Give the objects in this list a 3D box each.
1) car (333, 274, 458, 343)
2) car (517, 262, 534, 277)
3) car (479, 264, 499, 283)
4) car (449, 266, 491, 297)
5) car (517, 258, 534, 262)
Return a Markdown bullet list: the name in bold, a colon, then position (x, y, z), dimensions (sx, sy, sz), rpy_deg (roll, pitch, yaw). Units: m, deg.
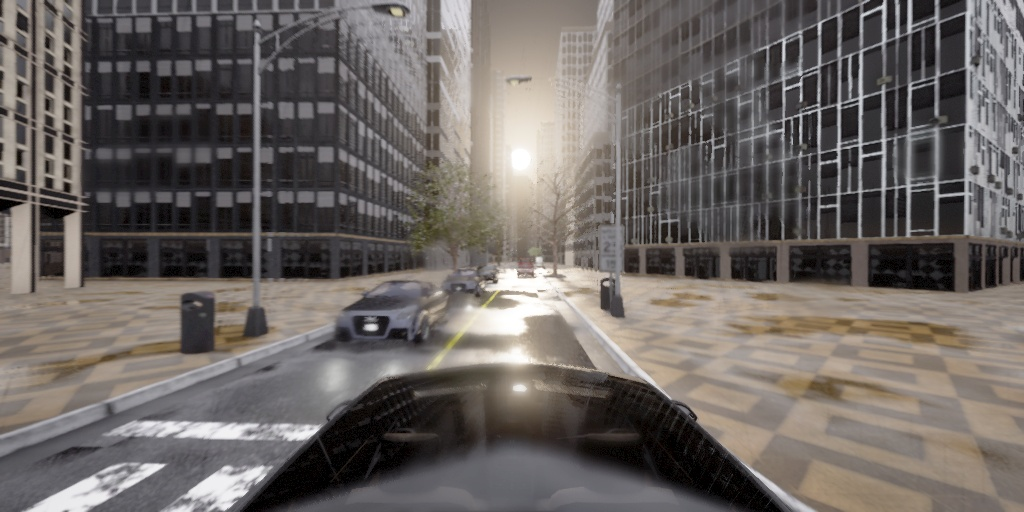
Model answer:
- **car**: position (-2.938, 1.352, 9.667), dimensions (1.994, 1.385, 4.181), rpy_deg (0, 0, 2)
- **car**: position (1.502, 1.626, 40.321), dimensions (1.895, 1.301, 4.718), rpy_deg (0, 0, 2)
- **car**: position (-2.106, 1.436, 30.008), dimensions (1.837, 1.490, 4.892), rpy_deg (0, 0, 2)
- **car**: position (-2.535, 1.421, 19.599), dimensions (1.994, 1.385, 4.181), rpy_deg (0, 0, 2)
- **car**: position (1.890, 1.325, 50.368), dimensions (2.150, 2.045, 5.566), rpy_deg (0, 0, 2)
